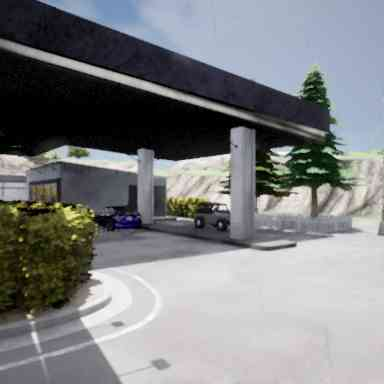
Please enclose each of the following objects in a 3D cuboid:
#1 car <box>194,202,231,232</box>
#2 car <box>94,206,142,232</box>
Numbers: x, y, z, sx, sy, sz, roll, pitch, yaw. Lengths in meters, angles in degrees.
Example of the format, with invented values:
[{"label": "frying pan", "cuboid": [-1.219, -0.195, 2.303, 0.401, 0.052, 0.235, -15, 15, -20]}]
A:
[{"label": "car", "cuboid": [1.807, 1.648, 23.112, 1.905, 1.878, 3.866, 1, 0, -37]}, {"label": "car", "cuboid": [-5.326, 1.783, 23.192, 2.242, 1.667, 4.611, 1, 0, -37]}]
